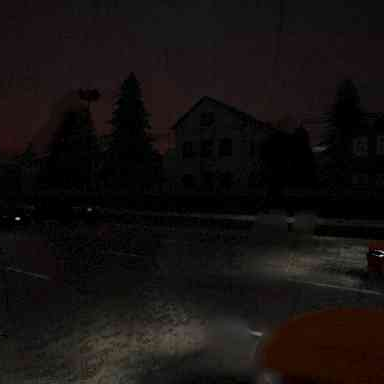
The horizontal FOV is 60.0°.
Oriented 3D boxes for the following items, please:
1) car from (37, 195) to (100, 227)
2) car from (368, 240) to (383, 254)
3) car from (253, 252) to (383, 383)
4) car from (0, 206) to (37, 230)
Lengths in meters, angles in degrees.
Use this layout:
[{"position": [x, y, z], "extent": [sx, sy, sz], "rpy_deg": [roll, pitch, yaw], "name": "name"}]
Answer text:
[{"position": [-8.842, 1.240, 23.198], "extent": [5.566, 2.045, 2.150], "rpy_deg": [0, 0, 36], "name": "car"}, {"position": [6.871, 1.477, 7.688], "extent": [5.008, 1.535, 1.882], "rpy_deg": [0, 0, 35], "name": "car"}, {"position": [2.806, 1.477, 1.991], "extent": [5.008, 1.535, 1.882], "rpy_deg": [0, 0, 35], "name": "car"}, {"position": [-12.164, 1.583, 21.268], "extent": [4.181, 1.385, 1.994], "rpy_deg": [0, 0, 36], "name": "car"}]
